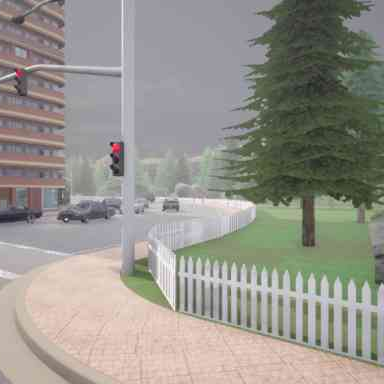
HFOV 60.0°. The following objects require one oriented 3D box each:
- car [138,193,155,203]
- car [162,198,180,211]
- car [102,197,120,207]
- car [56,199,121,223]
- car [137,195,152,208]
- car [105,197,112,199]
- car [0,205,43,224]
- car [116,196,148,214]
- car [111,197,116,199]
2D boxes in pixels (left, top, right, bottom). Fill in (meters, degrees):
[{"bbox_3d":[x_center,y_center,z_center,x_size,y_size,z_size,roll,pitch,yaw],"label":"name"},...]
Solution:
[{"bbox_3d":[-9.593,1.166,66.456,2.150,2.045,5.566,0,0,-40],"label":"car"},{"bbox_3d":[-2.494,1.436,39.476,2.128,1.511,4.902,0,0,-2],"label":"car"},{"bbox_3d":[-12.664,1.508,51.592,1.994,1.385,4.181,0,0,-24],"label":"car"},{"bbox_3d":[-7.822,1.492,25.309,2.033,1.411,5.357,0,0,17],"label":"car"},{"bbox_3d":[-6.943,1.470,44.943,1.812,1.442,4.674,0,0,-13],"label":"car"},{"bbox_3d":[-9.904,1.492,31.861,2.033,1.411,5.357,0,0,8],"label":"car"},{"bbox_3d":[-12.708,1.545,22.629,1.895,1.301,4.718,0,0,23],"label":"car"},{"bbox_3d":[-6.189,1.470,34.752,1.812,1.442,4.674,0,0,3],"label":"car"},{"bbox_3d":[-9.815,1.492,41.954,2.033,1.411,5.357,0,0,-7],"label":"car"}]
